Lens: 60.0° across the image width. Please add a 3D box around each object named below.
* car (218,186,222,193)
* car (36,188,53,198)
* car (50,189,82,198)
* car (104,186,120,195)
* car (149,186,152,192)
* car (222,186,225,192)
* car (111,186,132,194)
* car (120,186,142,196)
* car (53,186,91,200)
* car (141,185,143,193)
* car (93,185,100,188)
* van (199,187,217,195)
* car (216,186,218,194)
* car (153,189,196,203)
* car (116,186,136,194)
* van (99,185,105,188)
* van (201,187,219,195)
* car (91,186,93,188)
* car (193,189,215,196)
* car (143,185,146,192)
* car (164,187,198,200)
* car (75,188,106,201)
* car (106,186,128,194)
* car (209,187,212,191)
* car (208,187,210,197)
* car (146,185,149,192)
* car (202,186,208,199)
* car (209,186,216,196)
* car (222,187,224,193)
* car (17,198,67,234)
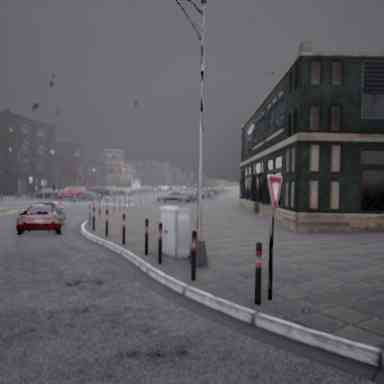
[{"bbox_3d":[3.684,-0.288,80.486,5.566,2.045,2.435,1,1,10],"label":"car"},{"bbox_3d":[-21.471,0.231,52.880,5.008,1.535,2.097,1,1,10],"label":"car"},{"bbox_3d":[-21.006,0.216,55.596,4.674,1.452,2.002,1,1,10],"label":"car"},{"bbox_3d":[-14.716,-0.212,64.977,1.837,1.490,4.892,1,1,10],"label":"car"},{"bbox_3d":[-14.584,-0.651,93.653,4.892,1.521,2.231,1,1,10],"label":"car"},{"bbox_3d":[5.966,-0.321,94.195,4.892,1.521,2.231,1,1,10],"label":"car"},{"bbox_3d":[-16.910,-0.495,80.066,4.553,1.767,2.185,1,1,10],"label":"car"},{"bbox_3d":[-11.760,-0.061,64.480,1.837,1.490,4.892,1,1,10],"label":"car"},{"bbox_3d":[-17.542,0.130,48.967,2.150,2.045,5.566,1,1,10],"label":"car"},{"bbox_3d":[-15.959,-0.484,85.500,4.892,1.521,2.231,1,1,10],"label":"car"},{"bbox_3d":[-20.097,0.063,61.039,4.892,1.521,2.231,1,1,10],"label":"car"},{"bbox_3d":[4.005,-0.326,83.252,4.442,1.987,1.878,1,1,10],"label":"van"},{"bbox_3d":[2.257,-0.108,72.401,5.566,2.045,2.435,1,1,10],"label":"car"},{"bbox_3d":[-2.392,0.768,45.004,4.792,1.488,2.163,1,1,10],"label":"car"},{"bbox_3d":[-16.390,-0.553,82.775,4.553,1.767,2.185,1,1,10],"label":"car"},{"bbox_3d":[-18.138,-0.410,71.885,4.442,1.987,1.878,1,1,10],"label":"van"},{"bbox_3d":[4.700,-0.378,85.950,4.442,1.987,1.878,1,1,10],"label":"van"},{"bbox_3d":[-20.517,-0.005,58.306,4.553,1.767,2.185,1,1,10],"label":"car"},{"bbox_3d":[2.731,0.123,75.084,4.674,1.452,2.002,1,1,10],"label":"car"},{"bbox_3d":[-15.500,-0.541,88.218,4.892,1.521,2.231,1,1,10],"label":"car"},{"bbox_3d":[-1.422,0.519,50.349,4.553,1.767,2.185,1,1,10],"label":"car"},{"bbox_3d":[-14.622,0.534,48.113,1.994,1.385,4.181,1,1,10],"label":"car"},{"bbox_3d":[-17.368,-0.436,77.349,4.553,1.767,2.185,1,1,10],"label":"car"},{"bbox_3d":[0.873,0.340,64.060,4.892,1.521,2.231,1,2,10],"label":"car"},{"bbox_3d":[0.418,0.400,61.446,5.008,1.535,2.097,1,2,10],"label":"car"},{"bbox_3d":[-15.042,-0.596,90.936,4.892,1.521,2.231,1,1,10],"label":"car"},{"bbox_3d":[-0.029,0.342,58.574,4.553,1.767,2.185,1,2,10],"label":"car"},{"bbox_3d":[1.364,0.024,66.788,5.566,2.045,2.435,1,2,10],"label":"car"},{"bbox_3d":[5.479,-0.239,91.460,4.792,1.488,2.163,1,1,10],"label":"car"},{"bbox_3d":[-7.617,1.241,17.135,1.994,1.385,4.181,1,1,-18],"label":"car"}]
